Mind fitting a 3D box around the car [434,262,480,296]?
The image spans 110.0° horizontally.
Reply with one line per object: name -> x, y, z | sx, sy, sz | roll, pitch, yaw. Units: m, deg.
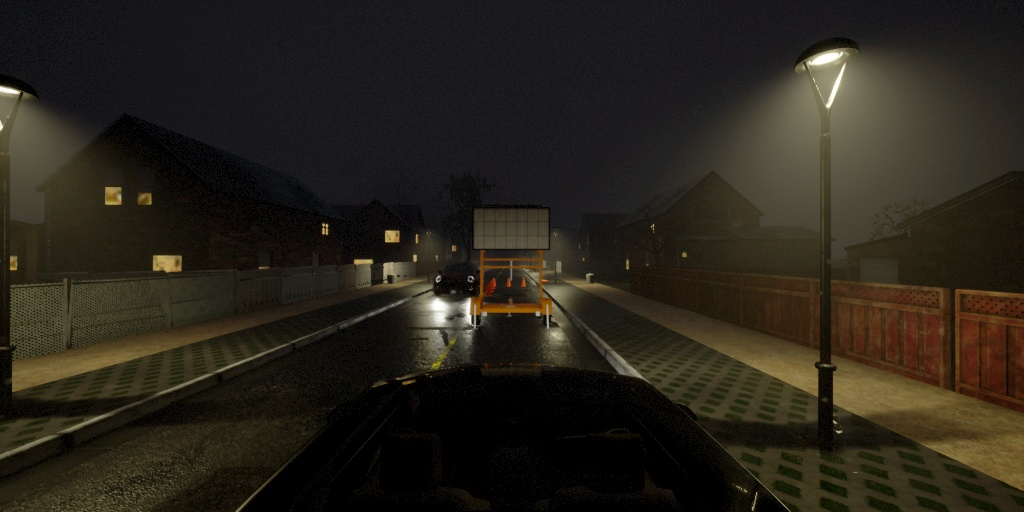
car -> -2.791, 1.128, 19.315 | 2.097, 1.767, 4.553 | 0, 0, 0

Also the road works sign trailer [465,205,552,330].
road works sign trailer -> -0.021, 0.221, 11.192 | 2.380, 3.560, 2.880 | 0, 0, 0
